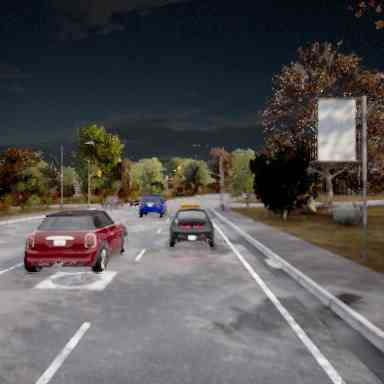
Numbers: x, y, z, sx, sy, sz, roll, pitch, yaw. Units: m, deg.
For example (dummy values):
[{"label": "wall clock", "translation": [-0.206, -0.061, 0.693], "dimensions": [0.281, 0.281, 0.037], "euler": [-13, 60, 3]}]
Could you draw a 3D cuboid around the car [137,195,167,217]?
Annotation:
[{"label": "car", "translation": [-3.633, 1.274, 31.550], "dimensions": [2.150, 2.045, 5.566], "euler": [0, 0, 0]}]

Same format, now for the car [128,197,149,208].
[{"label": "car", "translation": [-7.113, 1.380, 44.675], "dimensions": [1.895, 1.301, 4.718], "euler": [0, 0, 2]}]

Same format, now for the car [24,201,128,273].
[{"label": "car", "translation": [-3.483, 1.349, 10.845], "dimensions": [2.097, 1.767, 4.553], "euler": [0, 0, 0]}]

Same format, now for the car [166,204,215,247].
[{"label": "car", "translation": [-0.015, 1.502, 15.121], "dimensions": [1.837, 1.490, 4.892], "euler": [0, 0, 0]}]

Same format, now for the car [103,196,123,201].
[{"label": "car", "translation": [-10.610, 1.207, 44.842], "dimensions": [2.097, 1.767, 4.553], "euler": [0, 0, 2]}]

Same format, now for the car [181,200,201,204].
[{"label": "car", "translation": [-0.130, 1.536, 33.041], "dimensions": [1.882, 1.535, 5.008], "euler": [0, 0, 0]}]
